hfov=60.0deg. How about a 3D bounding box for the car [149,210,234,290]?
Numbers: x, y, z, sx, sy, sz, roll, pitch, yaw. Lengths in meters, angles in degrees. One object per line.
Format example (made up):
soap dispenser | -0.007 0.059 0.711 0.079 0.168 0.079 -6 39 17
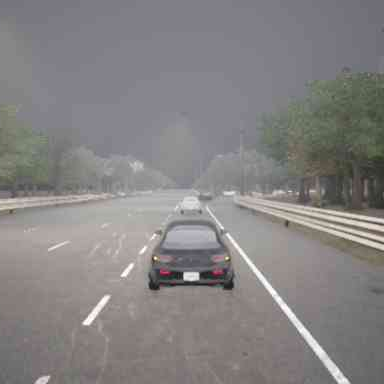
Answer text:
car | -0.016 1.436 8.703 1.812 1.442 4.674 0 1 0

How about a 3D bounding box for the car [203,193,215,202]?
car | 2.723 0.860 56.518 1.882 1.535 5.008 0 0 14

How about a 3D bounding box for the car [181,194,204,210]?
car | -0.056 1.185 31.474 1.812 1.442 4.674 0 1 0
